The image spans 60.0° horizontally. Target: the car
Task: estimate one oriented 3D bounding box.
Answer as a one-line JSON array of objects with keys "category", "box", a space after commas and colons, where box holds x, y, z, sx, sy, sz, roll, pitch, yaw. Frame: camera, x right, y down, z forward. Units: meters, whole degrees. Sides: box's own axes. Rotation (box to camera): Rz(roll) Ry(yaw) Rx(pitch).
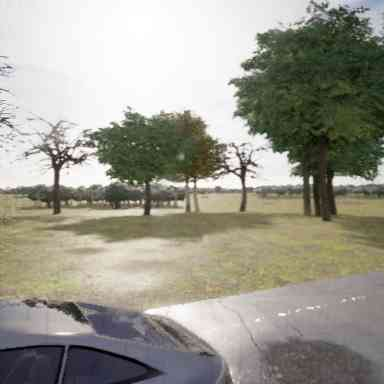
[{"category": "car", "box": [-1.696, 1.609, 2.366, 4.181, 1.385, 1.994, 1, -1, -30]}]
